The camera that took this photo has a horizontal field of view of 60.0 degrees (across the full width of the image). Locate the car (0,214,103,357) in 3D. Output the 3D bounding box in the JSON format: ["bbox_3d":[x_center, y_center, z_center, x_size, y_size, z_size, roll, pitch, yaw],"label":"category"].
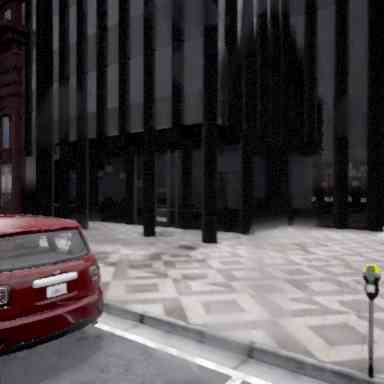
[{"bbox_3d":[-3.631,1.305,5.542,5.009,1.841,2.192,0,0,35],"label":"car"}]
